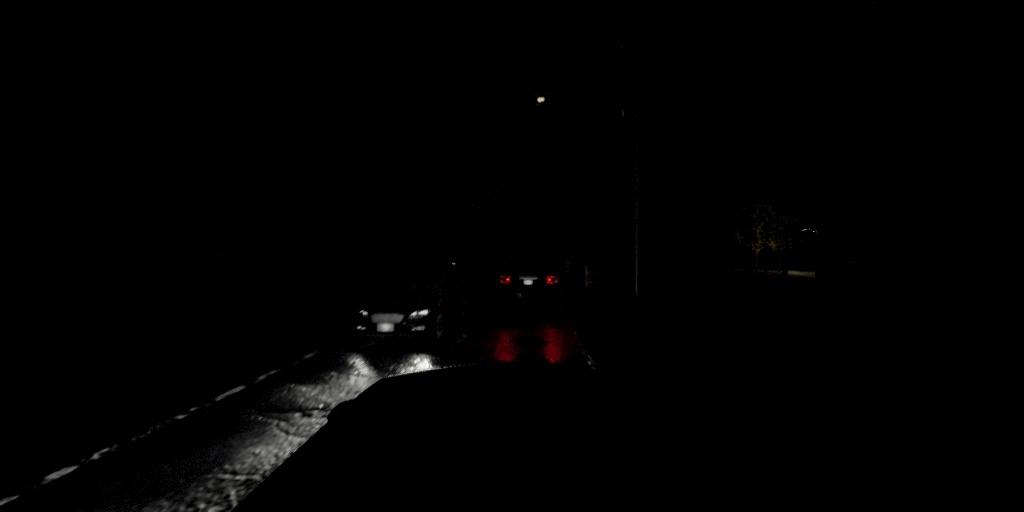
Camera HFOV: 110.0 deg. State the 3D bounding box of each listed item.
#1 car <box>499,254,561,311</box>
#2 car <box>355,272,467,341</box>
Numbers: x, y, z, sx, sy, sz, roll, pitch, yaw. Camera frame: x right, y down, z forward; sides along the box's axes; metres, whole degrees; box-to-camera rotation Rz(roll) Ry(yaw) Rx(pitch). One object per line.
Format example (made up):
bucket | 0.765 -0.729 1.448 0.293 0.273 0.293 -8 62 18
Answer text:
car | 0.790 0.958 14.542 2.150 2.045 5.566 0 0 5
car | -2.497 1.226 9.927 2.128 1.511 4.902 0 0 3
